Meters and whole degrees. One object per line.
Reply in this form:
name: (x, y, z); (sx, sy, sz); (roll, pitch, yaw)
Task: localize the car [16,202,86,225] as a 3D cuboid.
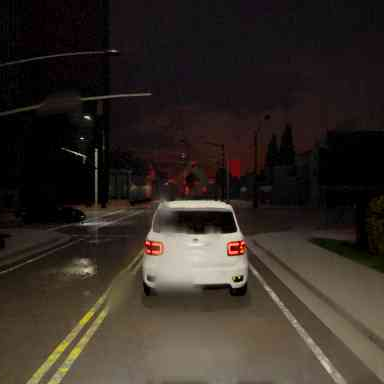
car: (-9.884, 1.613, 23.987); (4.181, 1.385, 1.994); (0, 0, 1)

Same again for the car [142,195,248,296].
car: (0.079, 1.221, 8.778); (2.150, 2.045, 5.566); (0, 0, 0)

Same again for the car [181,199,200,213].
car: (-0.115, 1.541, 38.962); (1.812, 1.442, 4.674); (0, 0, 4)

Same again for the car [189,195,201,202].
car: (0.834, 1.465, 78.649); (1.882, 1.535, 5.008); (0, 0, 12)

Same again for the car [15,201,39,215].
car: (-11.883, 1.541, 27.549); (5.008, 1.535, 1.882); (0, 0, 0)

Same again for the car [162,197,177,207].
car: (-3.533, 1.564, 52.921); (1.994, 1.385, 4.181); (0, 0, 0)
